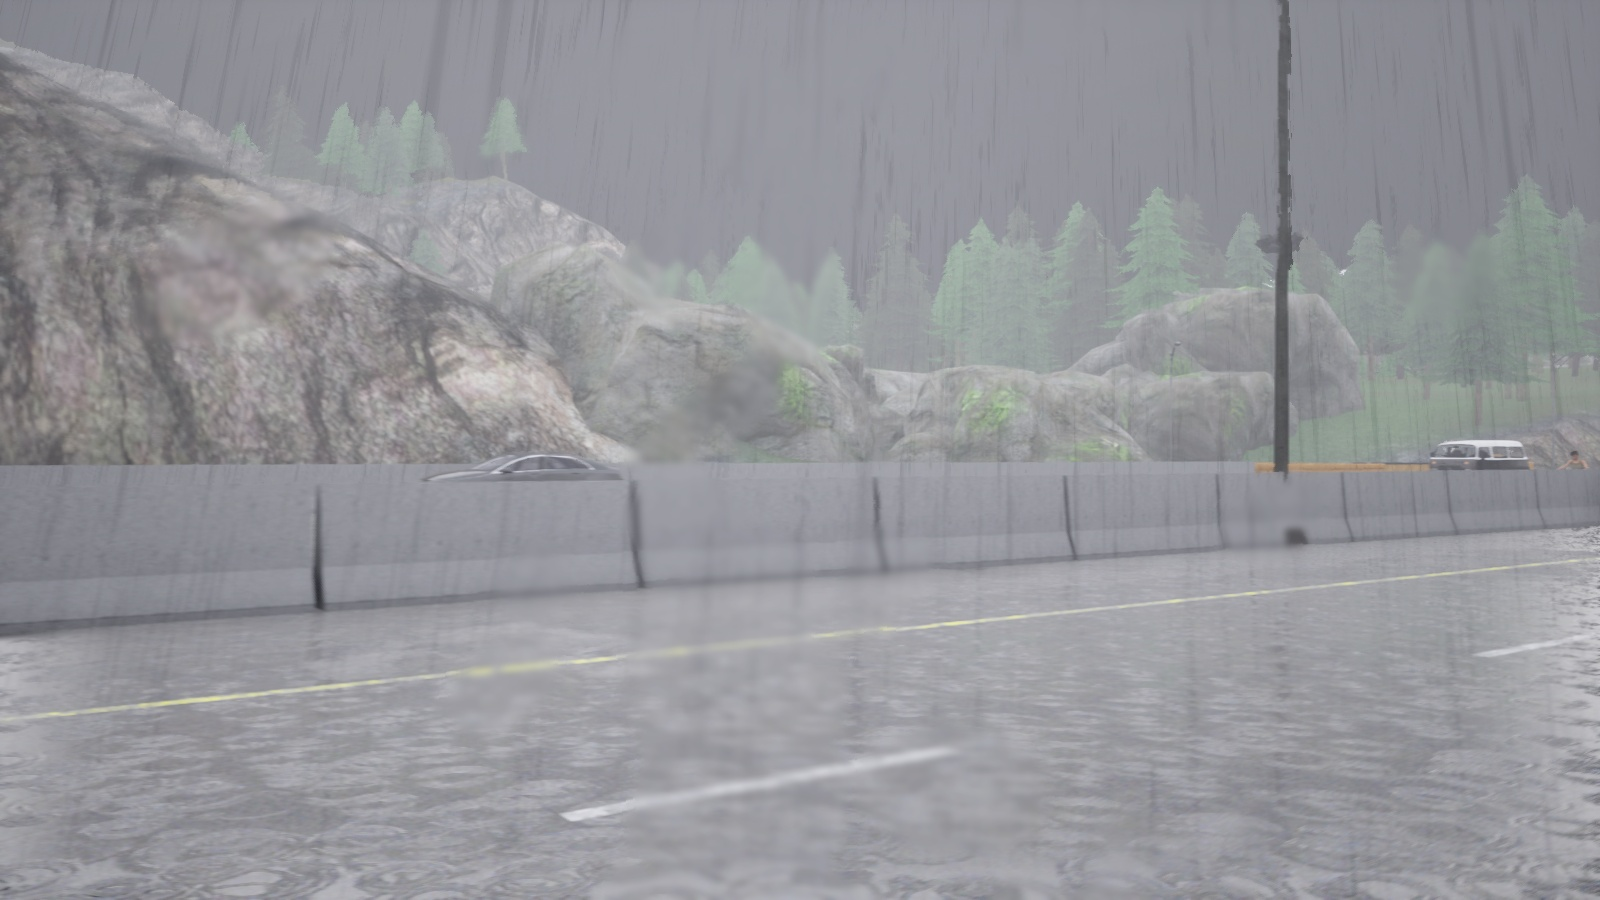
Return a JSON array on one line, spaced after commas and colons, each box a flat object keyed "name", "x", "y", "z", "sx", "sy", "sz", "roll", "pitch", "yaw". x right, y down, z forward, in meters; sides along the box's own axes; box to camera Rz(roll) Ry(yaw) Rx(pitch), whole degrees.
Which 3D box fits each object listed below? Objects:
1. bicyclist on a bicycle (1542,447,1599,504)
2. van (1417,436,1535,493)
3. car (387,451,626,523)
[{"name": "bicyclist on a bicycle", "x": 22.202, "y": 0.723, "z": 36.163, "sx": 1.509, "sy": 1.612, "sz": 0.866, "roll": 0, "pitch": 0, "yaw": -35}, {"name": "van", "x": 25.197, "y": 0.532, "z": 46.782, "sx": 4.480, "sy": 2.038, "sz": 2.069, "roll": 0, "pitch": 0, "yaw": -35}, {"name": "car", "x": -6.687, "y": 0.786, "z": 28.855, "sx": 4.902, "sy": 1.511, "sz": 2.128, "roll": 0, "pitch": 0, "yaw": -35}]
